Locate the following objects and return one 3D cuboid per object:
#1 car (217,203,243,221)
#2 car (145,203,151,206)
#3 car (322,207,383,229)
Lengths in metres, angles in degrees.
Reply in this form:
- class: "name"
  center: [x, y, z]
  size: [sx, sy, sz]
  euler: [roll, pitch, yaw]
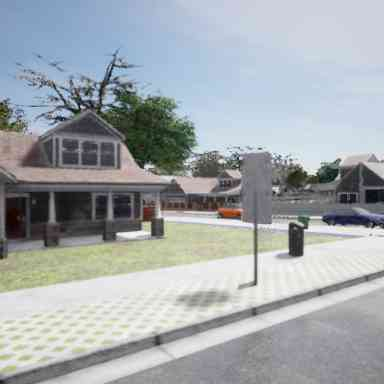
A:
- class: "car"
  center: [4.644, 1.954, 33.656]
  size: [2.097, 1.767, 4.553]
  euler: [0, -1, -36]
- class: "car"
  center: [-6.939, 2.422, 48.983]
  size: [2.097, 1.767, 4.553]
  euler: [0, -1, -38]
- class: "car"
  center: [11.659, 1.813, 23.871]
  size: [1.812, 1.442, 4.674]
  euler: [0, -1, -33]
